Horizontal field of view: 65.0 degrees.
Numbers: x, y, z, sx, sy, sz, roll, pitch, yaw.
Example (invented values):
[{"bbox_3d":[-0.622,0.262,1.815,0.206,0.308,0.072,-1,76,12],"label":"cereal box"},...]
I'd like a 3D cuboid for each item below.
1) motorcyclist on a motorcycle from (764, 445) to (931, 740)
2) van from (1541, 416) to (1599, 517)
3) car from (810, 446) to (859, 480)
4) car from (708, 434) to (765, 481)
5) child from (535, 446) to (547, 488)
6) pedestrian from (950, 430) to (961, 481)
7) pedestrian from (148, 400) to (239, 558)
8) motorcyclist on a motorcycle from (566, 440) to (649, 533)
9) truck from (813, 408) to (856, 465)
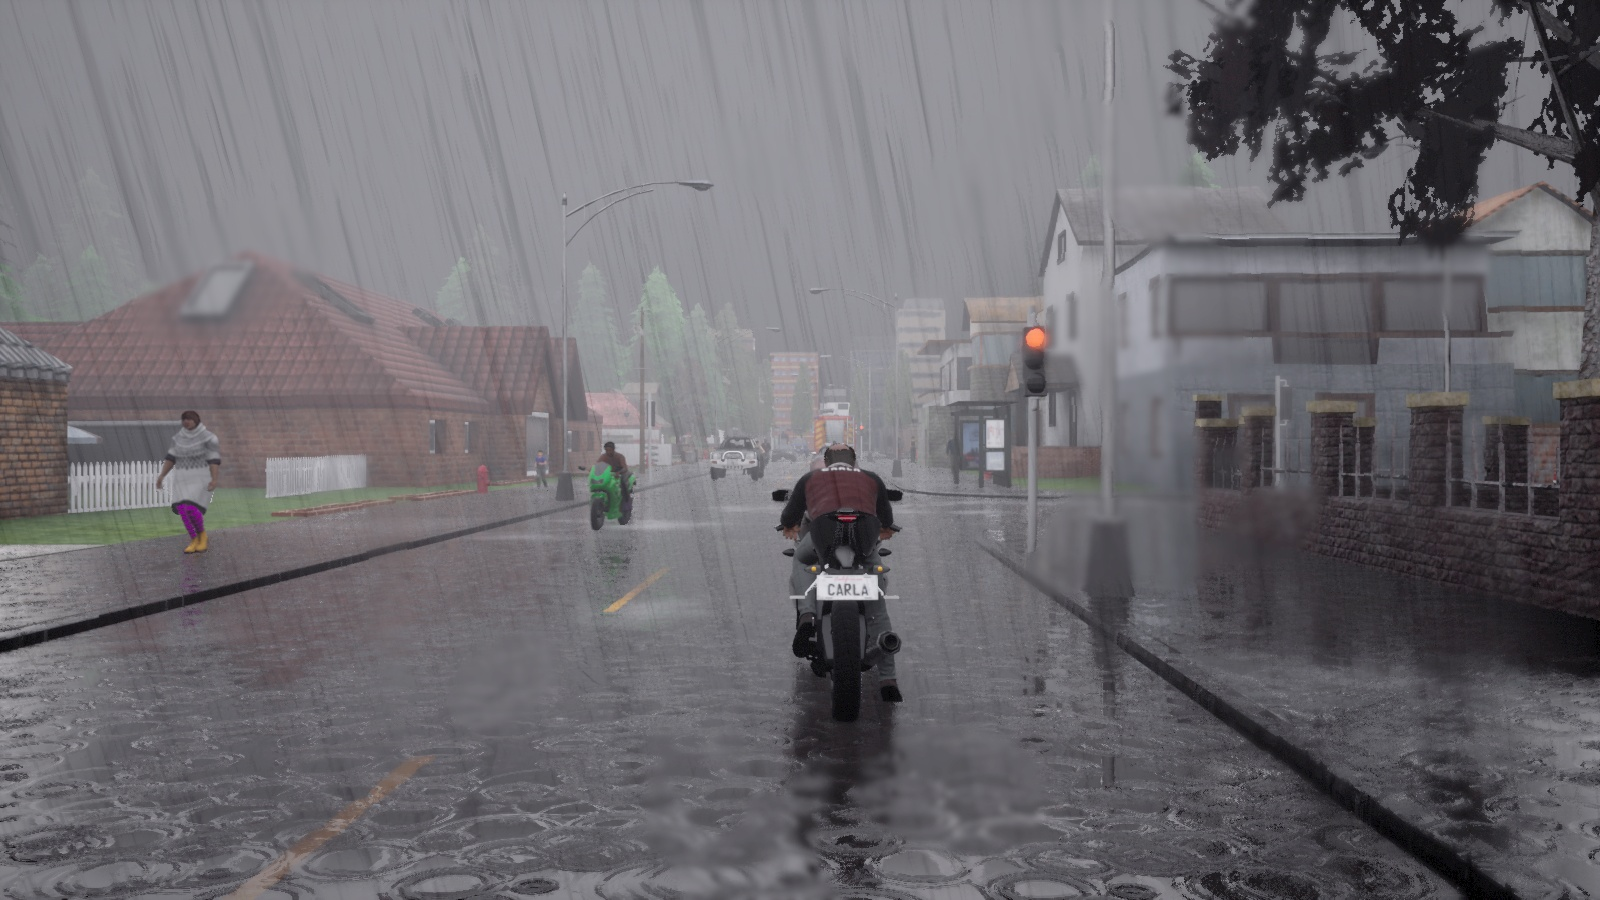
[{"bbox_3d":[0.244,0.739,7.623,0.866,1.530,2.191,0,0,0],"label":"motorcyclist on a motorcycle"},{"bbox_3d":[18.371,0.336,26.301,4.480,2.038,2.069,0,0,-1],"label":"van"},{"bbox_3d":[1.454,0.512,53.154,1.994,1.385,4.181,0,0,2],"label":"car"},{"bbox_3d":[-2.569,0.268,52.005,1.932,1.855,4.605,0,0,2],"label":"car"},{"bbox_3d":[-7.901,0.514,38.282,0.270,1.263,0.437,0,0,0],"label":"child"},{"bbox_3d":[5.700,0.201,46.095,0.402,1.842,0.726,0,0,6],"label":"pedestrian"},{"bbox_3d":[-7.690,0.357,15.951,0.659,1.952,0.873,0,0,8],"label":"pedestrian"},{"bbox_3d":[-3.317,0.603,21.852,0.797,1.523,2.044,1,1,10],"label":"motorcyclist on a motorcycle"},{"bbox_3d":[2.443,-0.918,88.847,2.891,3.827,8.468,0,0,1],"label":"truck"}]
